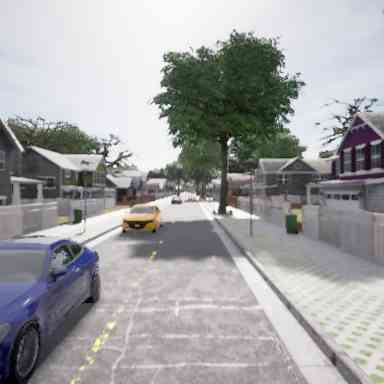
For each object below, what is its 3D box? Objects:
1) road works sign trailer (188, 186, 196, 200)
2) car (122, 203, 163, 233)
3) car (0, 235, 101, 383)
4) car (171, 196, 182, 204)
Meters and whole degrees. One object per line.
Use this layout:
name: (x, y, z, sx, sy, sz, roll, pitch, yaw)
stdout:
road works sign trailer: (-0.014, 0.268, 90.507, 2.380, 3.560, 2.880, 0, 1, 0)
car: (-2.829, 1.469, 19.776, 1.882, 1.535, 5.008, 0, 0, 1)
car: (-2.853, 1.525, 5.520, 1.812, 1.442, 4.674, 0, 0, 0)
car: (-2.788, 1.482, 60.115, 2.033, 1.411, 5.357, 0, 0, 1)
